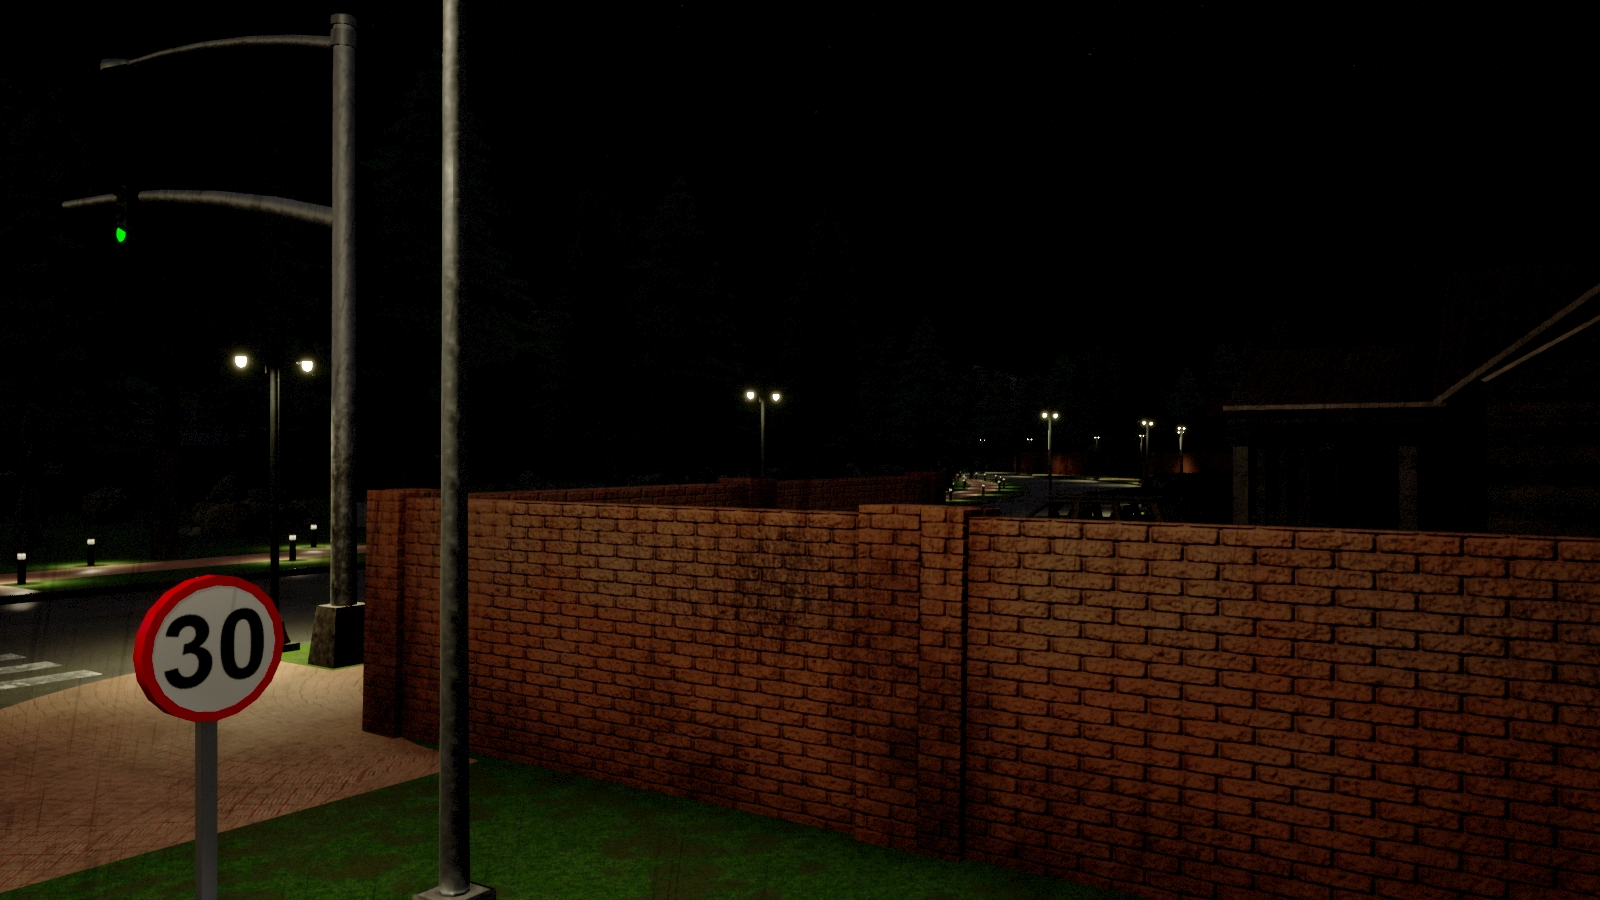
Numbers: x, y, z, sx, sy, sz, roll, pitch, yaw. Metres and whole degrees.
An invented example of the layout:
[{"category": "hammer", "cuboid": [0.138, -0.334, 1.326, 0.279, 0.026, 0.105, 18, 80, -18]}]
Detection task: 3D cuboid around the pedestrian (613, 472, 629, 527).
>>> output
[{"category": "pedestrian", "cuboid": [-6.041, 1.665, 38.633, 0.375, 1.860, 0.375, 0, 0, 31]}]
